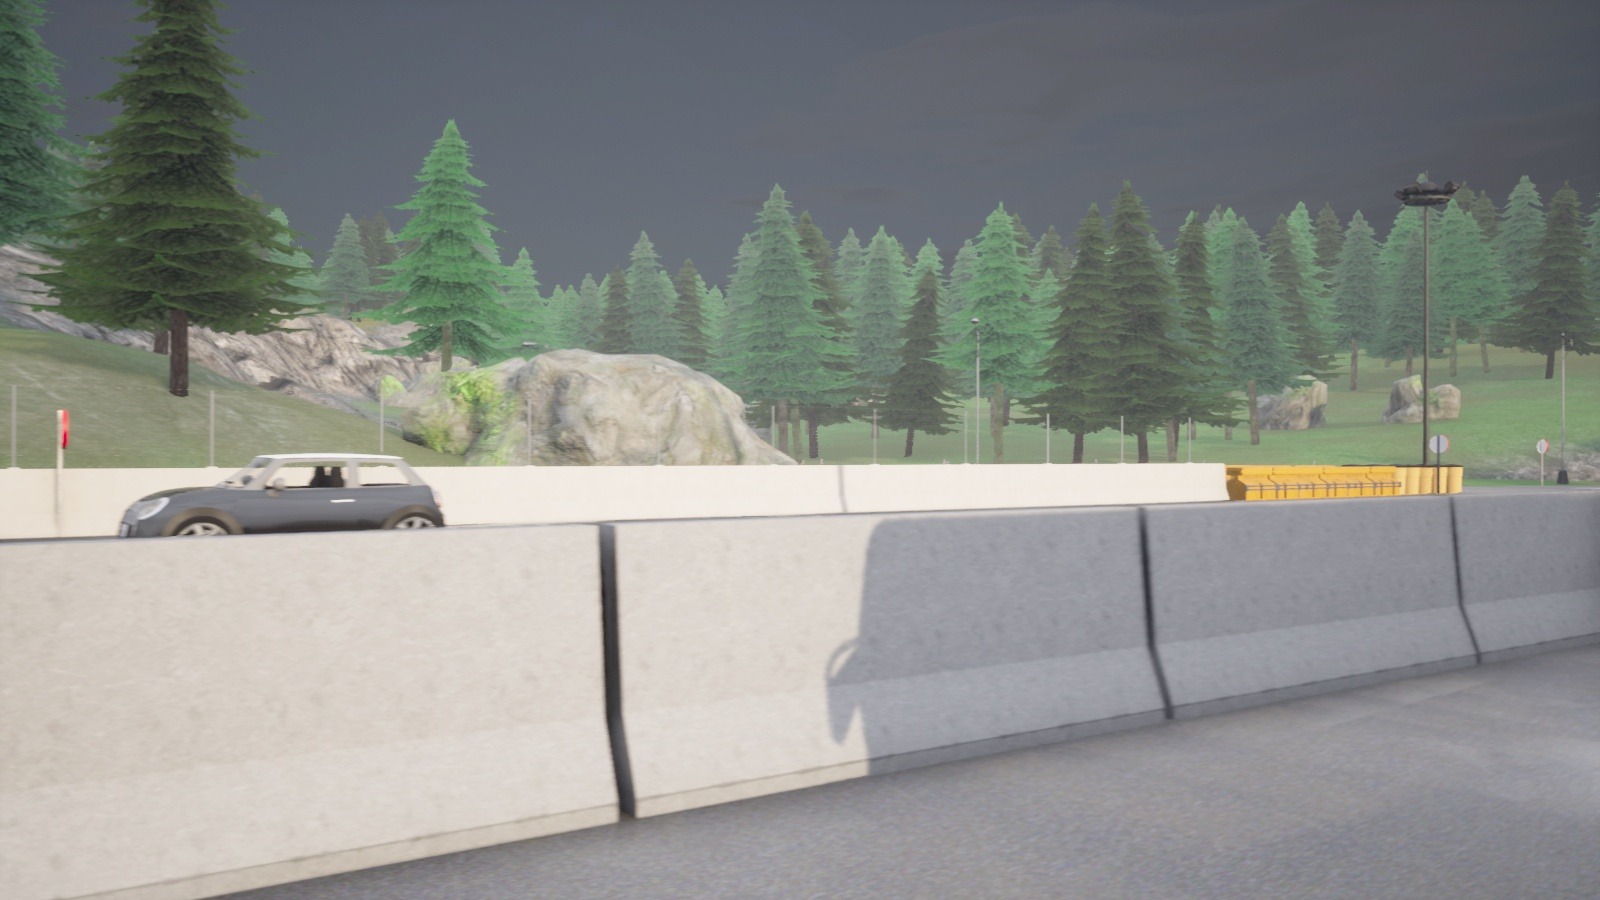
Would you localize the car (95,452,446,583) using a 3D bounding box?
[{"bbox_3d":[-6.726,0.764,16.035,3.806,1.475,1.970,0,0,-35],"label":"car"}]
